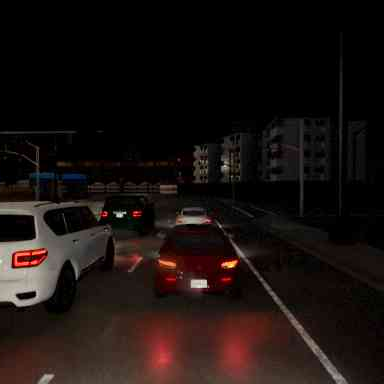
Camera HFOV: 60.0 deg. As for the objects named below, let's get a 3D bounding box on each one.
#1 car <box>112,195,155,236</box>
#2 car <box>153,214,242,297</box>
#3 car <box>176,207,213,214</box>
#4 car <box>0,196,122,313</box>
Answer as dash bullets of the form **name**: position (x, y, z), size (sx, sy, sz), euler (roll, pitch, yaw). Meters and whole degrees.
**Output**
- **car**: position (-3.355, 1.177, 18.139), size (2.150, 2.045, 5.566), euler (0, 0, 0)
- **car**: position (0.118, 1.520, 8.423), size (1.812, 1.442, 4.674), euler (0, 0, 0)
- **car**: position (0.112, 1.488, 17.510), size (1.812, 1.442, 4.674), euler (0, 0, 1)
- **car**: position (-3.385, 1.217, 7.780), size (2.150, 2.045, 5.566), euler (0, 0, 0)
